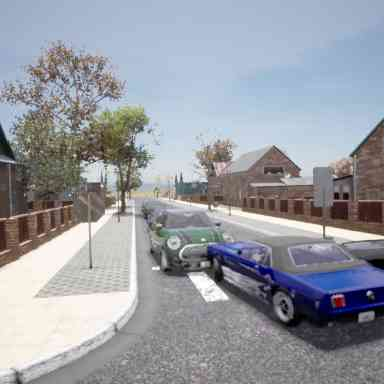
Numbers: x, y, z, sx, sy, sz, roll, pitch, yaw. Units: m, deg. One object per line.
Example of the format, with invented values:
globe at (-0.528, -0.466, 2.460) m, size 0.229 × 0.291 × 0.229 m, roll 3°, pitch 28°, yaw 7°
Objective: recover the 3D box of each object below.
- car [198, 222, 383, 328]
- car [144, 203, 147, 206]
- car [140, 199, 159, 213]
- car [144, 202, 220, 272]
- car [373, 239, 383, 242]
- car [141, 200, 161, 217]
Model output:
car at (1.908, 1.583, 7.114) m, size 1.895 × 1.301 × 4.718 m, roll -1°, pitch 1°, yaw -19°
car at (-1.706, 1.614, 20.264) m, size 1.994 × 1.385 × 4.181 m, roll -2°, pitch 0°, yaw -10°
car at (-5.286, 1.642, 40.907) m, size 2.033 × 1.411 × 5.357 m, roll -2°, pitch 0°, yaw -10°
car at (-0.185, 1.389, 11.165) m, size 2.097 × 1.767 × 4.553 m, roll -2°, pitch 0°, yaw -14°
car at (5.558, 1.434, 7.069) m, size 5.357 × 1.411 × 2.033 m, roll -1°, pitch 0°, yaw 41°
car at (-3.413, 1.550, 30.033) m, size 1.882 × 1.535 × 5.008 m, roll -2°, pitch 0°, yaw -10°
